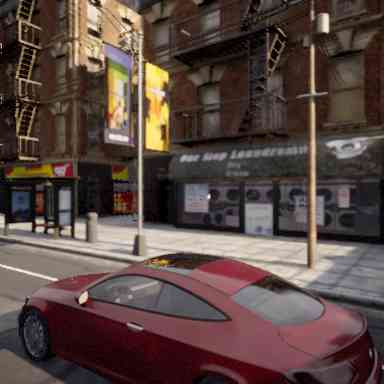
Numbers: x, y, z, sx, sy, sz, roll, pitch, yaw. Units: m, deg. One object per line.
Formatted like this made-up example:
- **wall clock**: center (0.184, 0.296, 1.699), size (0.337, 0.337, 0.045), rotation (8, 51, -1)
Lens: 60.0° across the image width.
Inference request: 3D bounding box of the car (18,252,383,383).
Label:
- **car**: center (-0.291, 1.525, 4.198), size (4.674, 1.442, 1.812), rotation (0, 0, 35)
